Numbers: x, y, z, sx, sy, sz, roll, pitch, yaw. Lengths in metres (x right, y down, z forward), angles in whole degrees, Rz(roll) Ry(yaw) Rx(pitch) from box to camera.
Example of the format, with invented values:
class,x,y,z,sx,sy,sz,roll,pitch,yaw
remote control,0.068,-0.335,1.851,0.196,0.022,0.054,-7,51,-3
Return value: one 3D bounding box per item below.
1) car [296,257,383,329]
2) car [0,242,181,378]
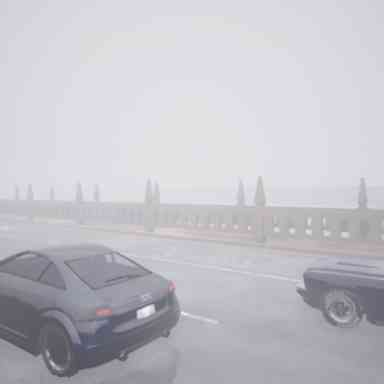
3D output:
class,x,y,z,sx,sy,sz,roll,pitch,yaw
car,4.209,1.601,5.288,4.718,1.301,1.895,0,0,36
car,-2.243,1.560,5.594,4.181,1.385,1.994,0,0,36
